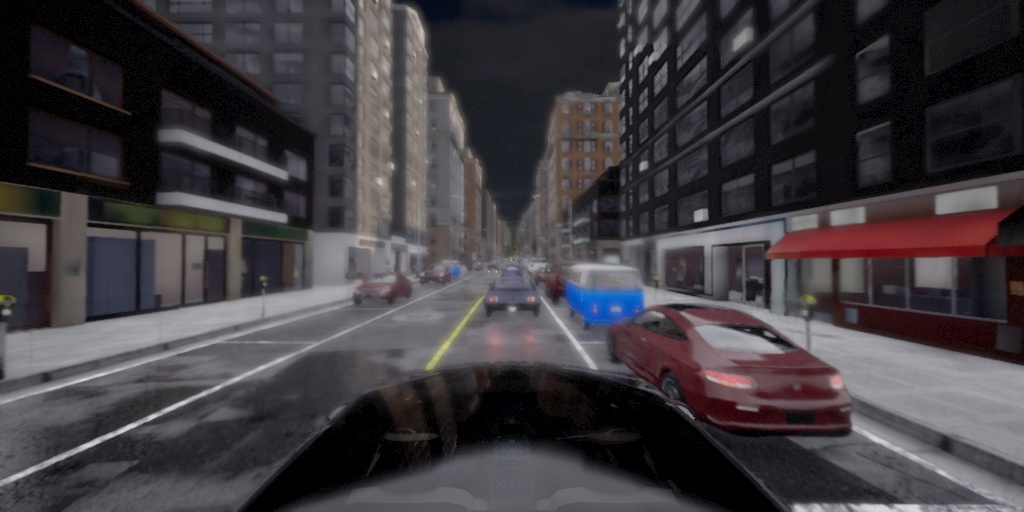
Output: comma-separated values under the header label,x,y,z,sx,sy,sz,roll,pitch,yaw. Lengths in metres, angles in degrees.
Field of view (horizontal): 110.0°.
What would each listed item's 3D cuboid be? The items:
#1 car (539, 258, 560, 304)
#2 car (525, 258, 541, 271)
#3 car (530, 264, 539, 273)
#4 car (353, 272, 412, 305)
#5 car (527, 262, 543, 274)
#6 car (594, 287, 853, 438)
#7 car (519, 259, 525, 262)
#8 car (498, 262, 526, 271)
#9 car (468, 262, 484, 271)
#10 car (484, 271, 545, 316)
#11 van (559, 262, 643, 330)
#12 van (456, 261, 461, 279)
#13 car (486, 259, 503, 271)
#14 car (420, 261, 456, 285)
label,x,y,z,sx,sy,sz,roll,pitch,yaw
car,2.660,1.168,16.733,2.192,1.841,5.009,0,0,0
car,3.081,1.266,42.901,2.150,2.045,5.566,0,0,0
car,2.652,1.515,28.079,1.802,1.307,4.207,0,0,0
car,-5.866,1.435,16.735,1.802,1.307,4.207,0,0,0
car,3.110,1.565,49.869,1.882,1.535,5.008,0,0,0
car,2.666,1.357,5.387,1.802,1.307,4.207,0,0,0
car,2.632,1.698,62.289,1.751,1.417,4.829,0,0,0
car,0.034,1.472,30.059,1.812,1.442,4.674,0,0,0
car,-5.891,1.699,56.444,1.948,1.339,4.313,0,0,0
car,0.033,1.433,13.726,1.895,1.301,4.718,0,0,1
van,2.663,1.155,11.060,1.690,1.789,3.998,0,0,0
van,-5.877,1.314,33.753,1.690,1.789,3.998,0,0,0
car,-3.090,1.697,58.755,2.033,1.411,5.357,0,0,1
car,-5.873,1.372,28.080,1.967,1.591,4.097,0,0,0
